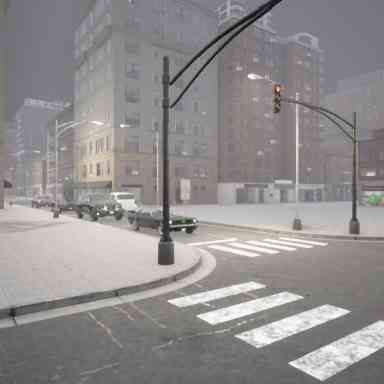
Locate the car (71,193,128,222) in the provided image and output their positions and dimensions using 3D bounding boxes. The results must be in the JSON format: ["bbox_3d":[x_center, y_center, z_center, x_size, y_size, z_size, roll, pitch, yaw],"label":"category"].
[{"bbox_3d":[-7.341,1.101,26.032,2.150,2.045,5.566,0,0,-35],"label":"car"}]

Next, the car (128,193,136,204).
[{"bbox_3d":[-7.111,1.085,30.789,2.150,2.045,5.566,0,0,-35],"label":"car"}]

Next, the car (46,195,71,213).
[{"bbox_3d":[-13.213,1.311,34.287,1.882,1.535,5.008,0,0,-36],"label":"car"}]

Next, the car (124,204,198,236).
[{"bbox_3d":[-1.695,1.527,18.129,1.895,1.301,4.718,0,0,-36],"label":"car"}]

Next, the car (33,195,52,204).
[{"bbox_3d":[-25.467,1.269,56.518,2.033,1.411,5.357,0,0,-35],"label":"car"}]

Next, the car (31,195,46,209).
[{"bbox_3d":[-19.118,1.139,42.622,2.097,1.767,4.553,0,0,-35],"label":"car"}]
